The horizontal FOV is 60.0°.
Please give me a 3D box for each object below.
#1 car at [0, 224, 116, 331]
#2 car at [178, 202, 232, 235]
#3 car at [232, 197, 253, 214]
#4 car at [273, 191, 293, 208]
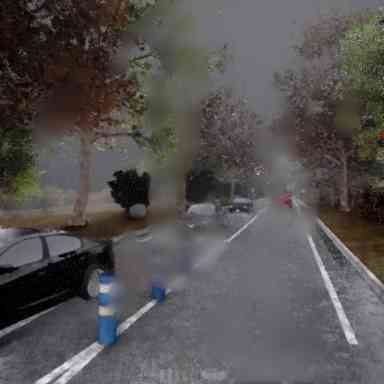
[{"bbox_3d":[-3.300,1.388,5.692,1.882,1.535,5.008,1,0,21],"label":"car"},{"bbox_3d":[0.689,1.349,18.085,1.837,1.490,4.892,1,2,16],"label":"car"},{"bbox_3d":[4.820,1.229,32.123,2.033,1.411,5.357,1,1,16],"label":"car"},{"bbox_3d":[11.224,0.866,41.193,2.150,2.045,5.566,1,1,16],"label":"car"}]
